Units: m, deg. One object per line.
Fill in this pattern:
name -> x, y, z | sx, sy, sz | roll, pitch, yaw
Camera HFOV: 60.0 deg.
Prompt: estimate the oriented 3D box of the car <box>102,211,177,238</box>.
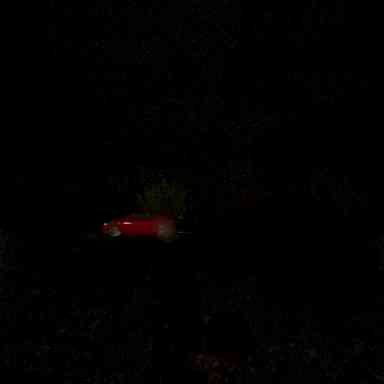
car -> -2.968, 1.810, 19.055 | 4.181, 1.385, 1.994 | 0, -1, -1
